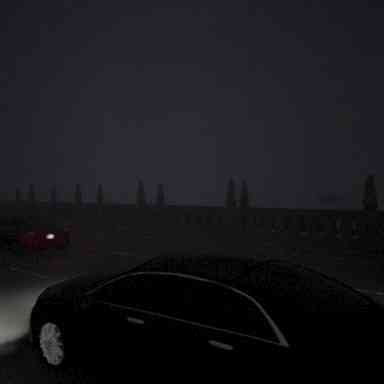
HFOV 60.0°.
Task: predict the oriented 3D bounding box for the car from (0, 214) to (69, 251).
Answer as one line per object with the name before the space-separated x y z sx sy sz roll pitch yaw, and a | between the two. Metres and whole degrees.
car | -6.691 1.562 13.061 4.181 1.385 1.994 0 0 35

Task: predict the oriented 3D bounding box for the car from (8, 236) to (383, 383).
car | -0.022 1.504 4.009 4.892 1.490 1.837 0 0 35
